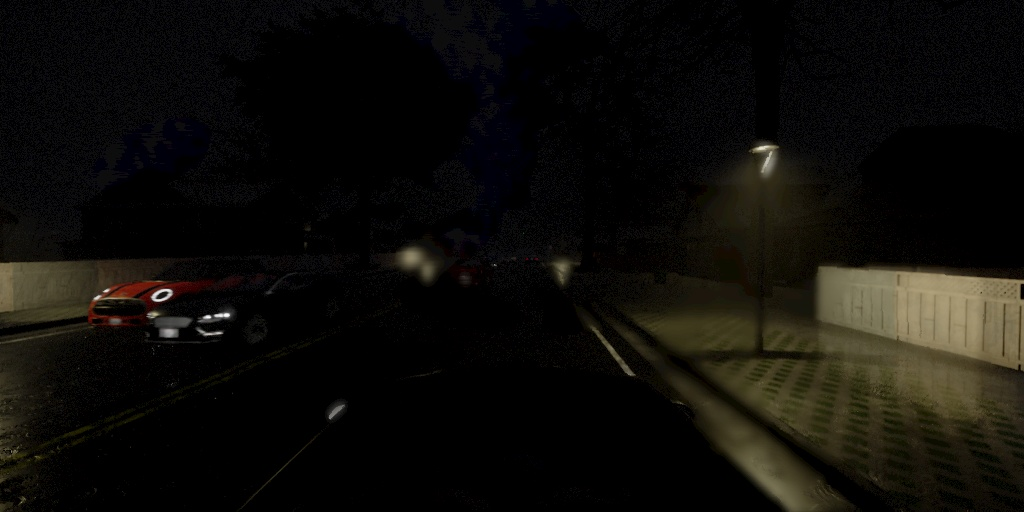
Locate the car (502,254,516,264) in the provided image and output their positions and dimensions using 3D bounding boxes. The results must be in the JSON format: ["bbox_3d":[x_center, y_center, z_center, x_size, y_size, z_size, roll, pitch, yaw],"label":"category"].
[{"bbox_3d":[-0.407,0.421,51.474,1.895,1.301,4.718,0,1,3],"label":"car"}]

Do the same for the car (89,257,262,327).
[{"bbox_3d":[-9.302,0.924,10.743,2.097,1.767,4.553,0,1,3],"label":"car"}]

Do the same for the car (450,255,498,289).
[{"bbox_3d":[-2.104,0.883,19.840,1.882,1.535,5.008,0,1,3],"label":"car"}]

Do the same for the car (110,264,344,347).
[{"bbox_3d":[-6.142,1.099,8.995,2.128,1.511,4.902,0,1,3],"label":"car"}]

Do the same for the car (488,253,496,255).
[{"bbox_3d":[-3.374,0.198,59.338,1.812,1.442,4.674,0,1,4],"label":"car"}]

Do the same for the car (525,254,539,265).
[{"bbox_3d":[2.705,0.419,48.790,2.033,1.411,5.357,0,1,3],"label":"car"}]

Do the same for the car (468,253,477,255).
[{"bbox_3d":[-6.522,0.204,61.048,1.994,1.385,4.181,0,1,4],"label":"car"}]
